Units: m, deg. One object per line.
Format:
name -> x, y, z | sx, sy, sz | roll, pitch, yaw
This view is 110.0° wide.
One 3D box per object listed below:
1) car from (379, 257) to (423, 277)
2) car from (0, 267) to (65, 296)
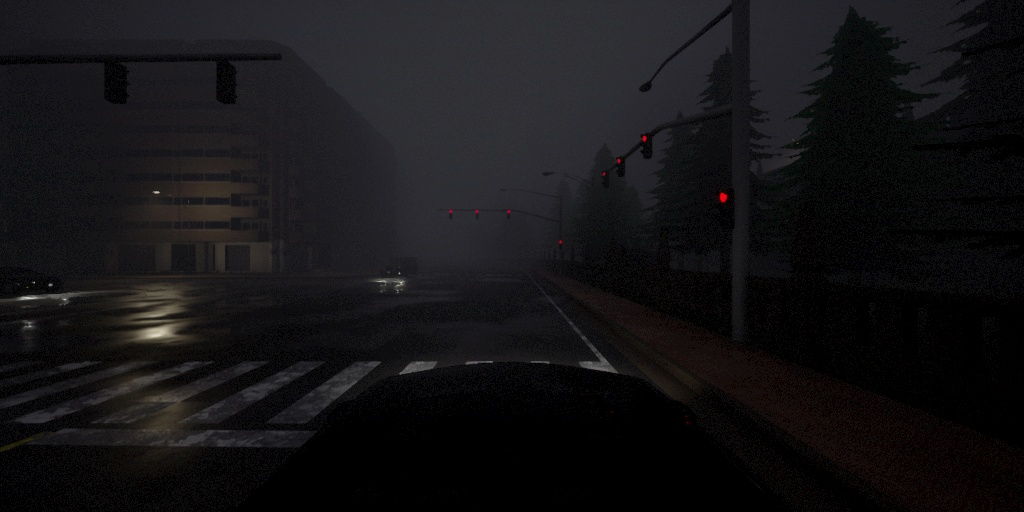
car -> -10.903, 1.090, 35.058 | 2.150, 2.045, 5.566 | 0, 1, 4
car -> -27.252, 1.305, 19.260 | 4.892, 1.490, 1.837 | 0, 0, -1
